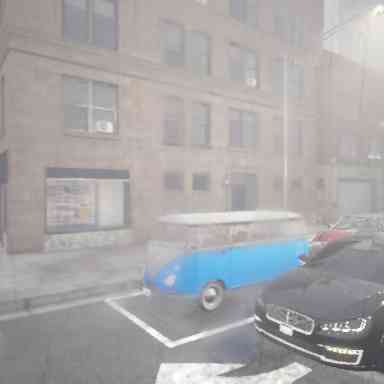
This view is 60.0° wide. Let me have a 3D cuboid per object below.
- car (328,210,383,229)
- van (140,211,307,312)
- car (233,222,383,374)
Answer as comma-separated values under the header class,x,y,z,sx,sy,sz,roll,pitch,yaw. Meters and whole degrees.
class,x,y,z,sx,sy,sz,roll,pitch,yaw
car,5.490,1.435,10.690,4.097,1.590,1.967,0,0,-36
van,0.877,1.339,7.395,3.998,1.788,1.690,0,0,-36
car,3.172,1.502,5.633,4.892,1.490,1.837,0,0,-35
